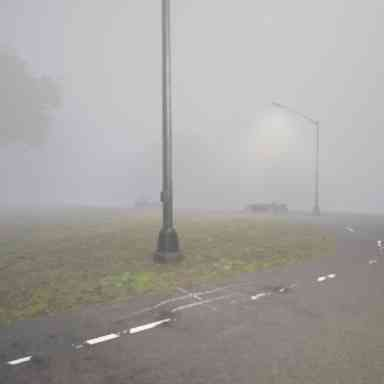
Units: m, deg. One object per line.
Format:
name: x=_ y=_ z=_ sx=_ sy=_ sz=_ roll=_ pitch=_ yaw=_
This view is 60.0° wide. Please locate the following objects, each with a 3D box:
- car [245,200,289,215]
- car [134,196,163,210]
car: x=7.635 y=1.560 z=34.321 sx=2.128 sy=1.511 sz=4.902 roll=3 pitch=-2 yaw=-35
car: x=-5.322 y=1.232 z=40.634 sx=2.097 sy=1.767 sz=4.553 roll=3 pitch=-2 yaw=-35
